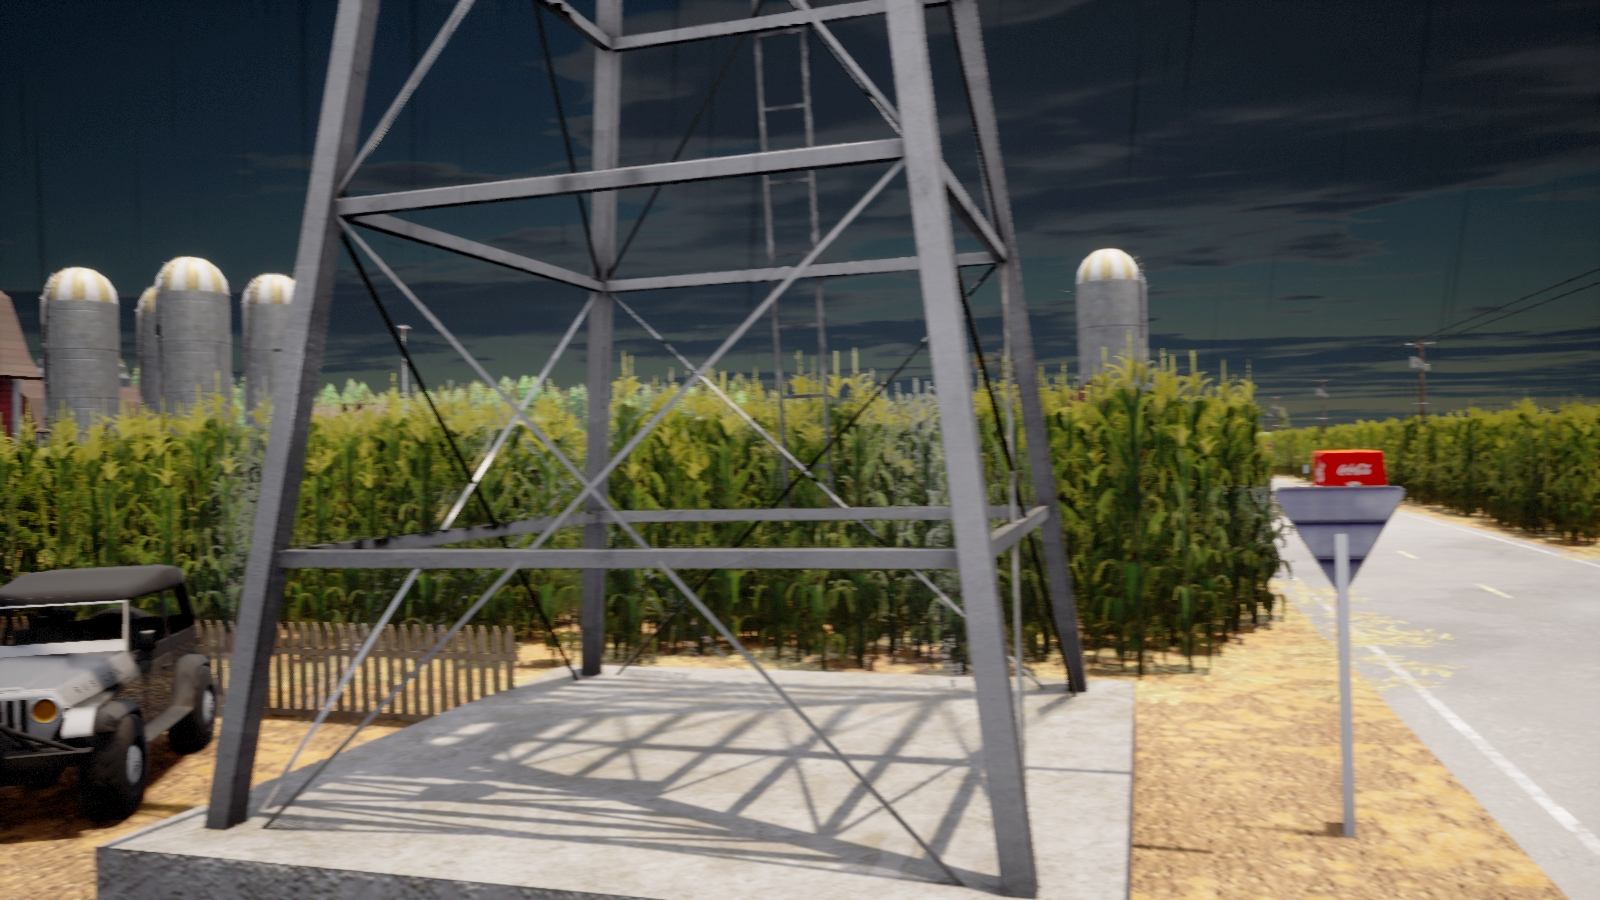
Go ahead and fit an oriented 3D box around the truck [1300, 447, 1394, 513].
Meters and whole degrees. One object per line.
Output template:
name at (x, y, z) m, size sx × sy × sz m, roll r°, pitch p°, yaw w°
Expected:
truck at (22.248, 1.166, 46.733) m, size 2.627 × 2.467 × 5.204 m, roll -2°, pitch 0°, yaw 17°
